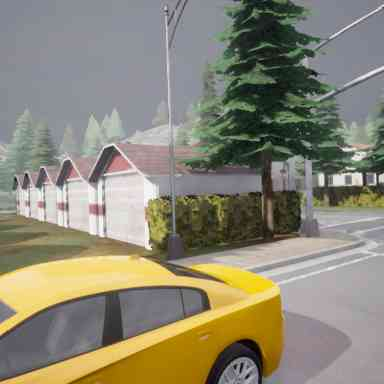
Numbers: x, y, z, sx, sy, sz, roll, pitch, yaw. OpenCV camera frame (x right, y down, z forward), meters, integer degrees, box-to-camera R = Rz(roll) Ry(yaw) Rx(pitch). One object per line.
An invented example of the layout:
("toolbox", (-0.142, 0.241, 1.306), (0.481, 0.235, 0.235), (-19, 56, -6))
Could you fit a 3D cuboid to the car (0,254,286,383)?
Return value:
("car", (-1.277, 1.452, 3.078), (5.008, 1.535, 1.882), (-2, 1, -35))
